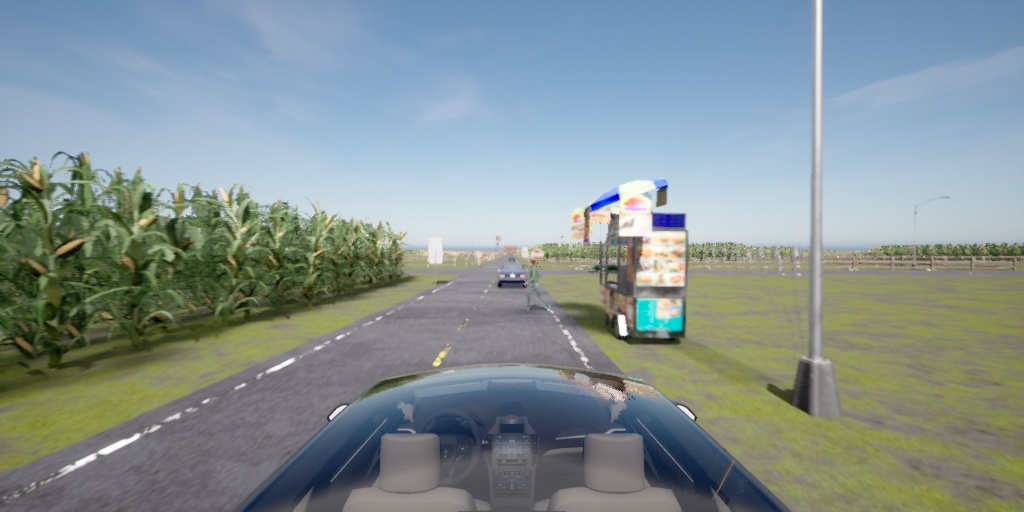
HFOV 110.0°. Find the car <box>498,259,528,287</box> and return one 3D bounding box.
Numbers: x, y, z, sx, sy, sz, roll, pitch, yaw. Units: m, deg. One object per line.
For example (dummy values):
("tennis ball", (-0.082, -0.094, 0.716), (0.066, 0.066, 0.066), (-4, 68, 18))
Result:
("car", (0.051, 1.145, 22.761), (2.033, 1.411, 5.357), (0, 0, 1))

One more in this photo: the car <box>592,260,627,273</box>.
("car", (10.736, 1.081, 37.098), (4.718, 1.301, 1.895), (0, 1, 1))

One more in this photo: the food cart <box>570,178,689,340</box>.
("food cart", (3.125, 0.160, 9.541), (2.280, 3.560, 4.660), (0, 0, 0))

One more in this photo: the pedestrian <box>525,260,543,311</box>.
("pedestrian", (0.756, 0.969, 12.232), (0.375, 1.860, 0.375), (-1, 1, -3))
